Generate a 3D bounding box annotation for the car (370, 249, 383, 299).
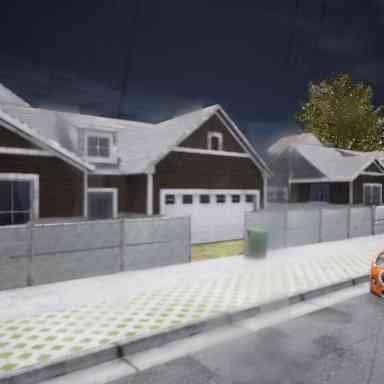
[{"bbox_3d":[5.839,1.352,7.192,4.553,1.767,2.097,0,0,-35],"label":"car"}]
